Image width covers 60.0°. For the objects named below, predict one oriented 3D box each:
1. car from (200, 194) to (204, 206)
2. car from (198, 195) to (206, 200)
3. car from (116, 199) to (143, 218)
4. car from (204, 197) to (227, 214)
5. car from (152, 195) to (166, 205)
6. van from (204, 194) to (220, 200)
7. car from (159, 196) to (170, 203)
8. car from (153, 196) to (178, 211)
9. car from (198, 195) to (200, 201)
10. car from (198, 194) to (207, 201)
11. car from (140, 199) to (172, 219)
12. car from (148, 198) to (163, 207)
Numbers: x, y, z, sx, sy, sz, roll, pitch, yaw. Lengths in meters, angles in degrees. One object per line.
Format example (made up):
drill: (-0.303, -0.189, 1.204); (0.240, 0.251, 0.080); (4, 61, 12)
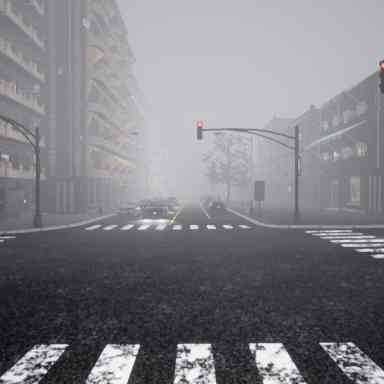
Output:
car: (2.682, 1.420, 52.308); (1.967, 1.590, 4.097); (0, 0, 0)
car: (2.679, 1.495, 91.041); (1.887, 1.381, 4.507); (0, 0, 0)
car: (-5.696, 1.542, 30.180); (2.008, 1.369, 4.403); (0, 0, 0)
car: (2.684, 1.555, 35.707); (1.947, 1.339, 4.313); (0, 0, 0)
car: (-5.700, 1.417, 57.847); (1.967, 1.590, 4.097); (0, 0, 0)
van: (2.682, 1.327, 41.240); (1.690, 1.788, 3.998); (0, 0, 0)
car: (-5.699, 1.551, 68.915); (1.802, 1.307, 4.206); (0, 0, 0)
car: (-3.104, 1.534, 39.880); (2.033, 1.411, 5.357); (0, 0, 0)
car: (2.679, 1.280, 74.441); (2.192, 1.841, 5.009); (0, 0, 0)
car: (2.678, 1.396, 85.508); (1.967, 1.590, 4.097); (0, 0, 0)
car: (-3.112, 1.556, 29.341); (1.994, 1.385, 4.181); (0, 0, -1)
car: (-5.698, 1.562, 52.314); (1.802, 1.307, 4.206); (0, 0, 0)
